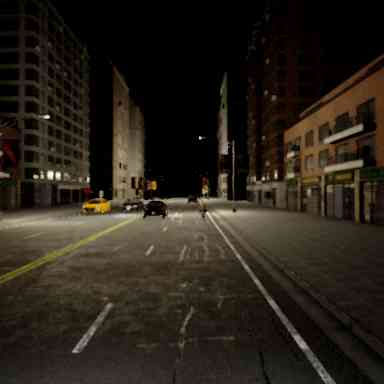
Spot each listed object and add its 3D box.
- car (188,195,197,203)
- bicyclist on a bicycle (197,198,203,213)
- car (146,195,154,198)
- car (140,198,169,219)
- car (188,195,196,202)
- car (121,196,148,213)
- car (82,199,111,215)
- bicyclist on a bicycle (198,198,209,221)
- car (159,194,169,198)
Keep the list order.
[{"bbox_3d":[0.078,1.483,67.151,2.128,1.511,4.902,0,0,0],"label":"car"},{"bbox_3d":[0.892,1.448,36.264,0.582,1.620,1.656,0,0,0],"label":"bicyclist on a bicycle"},{"bbox_3d":[-9.751,1.404,75.795,1.895,1.301,4.718,0,0,0],"label":"car"},{"bbox_3d":[-3.151,1.521,29.399,1.812,1.442,4.674,0,0,0],"label":"car"},{"bbox_3d":[0.000,1.521,78.357,1.812,1.442,4.674,0,0,0],"label":"car"},{"bbox_3d":[-6.587,1.486,36.947,2.128,1.511,4.902,0,0,0],"label":"car"},{"bbox_3d":[-9.840,1.472,34.482,1.882,1.535,5.008,0,0,0],"label":"car"},{"bbox_3d":[0.890,1.432,25.733,0.866,1.612,1.509,0,0,0],"label":"bicyclist on a bicycle"},{"bbox_3d":[-6.501,1.324,78.313,1.837,1.490,4.892,0,0,0],"label":"car"}]
